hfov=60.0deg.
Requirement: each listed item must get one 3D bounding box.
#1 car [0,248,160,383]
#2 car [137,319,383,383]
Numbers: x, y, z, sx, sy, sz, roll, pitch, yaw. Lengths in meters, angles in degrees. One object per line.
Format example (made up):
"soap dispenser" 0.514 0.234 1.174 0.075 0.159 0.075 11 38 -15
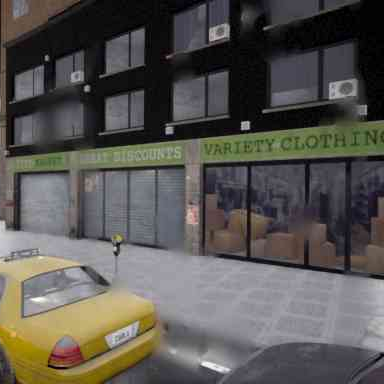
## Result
"car" -2.634 1.524 4.972 4.829 1.417 1.752 0 1 36
"car" 2.047 1.551 1.624 4.403 1.369 2.008 0 1 36
